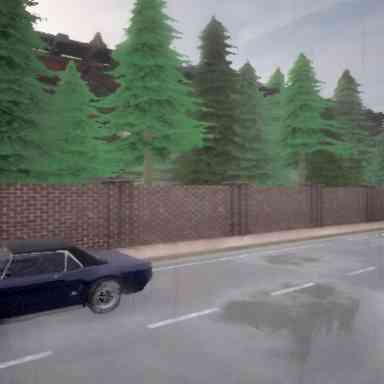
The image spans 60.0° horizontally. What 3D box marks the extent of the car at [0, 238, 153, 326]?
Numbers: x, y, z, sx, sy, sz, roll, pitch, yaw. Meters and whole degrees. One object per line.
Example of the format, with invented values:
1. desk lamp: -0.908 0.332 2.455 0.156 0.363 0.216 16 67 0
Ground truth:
1. car: -3.192 1.587 6.018 4.718 1.301 1.895 0 0 -35
